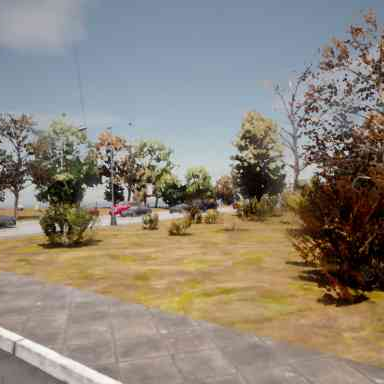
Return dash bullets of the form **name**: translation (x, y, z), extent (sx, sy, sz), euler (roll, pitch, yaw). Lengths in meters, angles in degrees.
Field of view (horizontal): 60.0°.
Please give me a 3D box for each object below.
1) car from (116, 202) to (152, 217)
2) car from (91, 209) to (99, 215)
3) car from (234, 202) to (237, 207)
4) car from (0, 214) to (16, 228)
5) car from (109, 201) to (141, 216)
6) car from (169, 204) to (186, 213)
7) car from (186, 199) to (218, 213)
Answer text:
- **car**: translation (-7.114, 2.474, 43.101), extent (1.812, 1.442, 4.674), euler (-3, -2, 32)
- **car**: translation (-12.117, 2.385, 35.172), extent (1.882, 1.535, 5.008), euler (-3, -2, 33)
- **car**: translation (9.319, 2.455, 62.299), extent (1.882, 1.535, 5.008), euler (-3, -2, 33)
- **car**: translation (-16.988, 2.453, 27.684), extent (1.994, 1.385, 4.181), euler (-3, -2, 34)
- **car**: translation (-9.100, 2.342, 46.542), extent (2.150, 2.045, 5.566), euler (-3, -2, 32)
- **car**: translation (-1.754, 2.578, 51.596), extent (1.994, 1.385, 4.181), euler (-3, -2, 33)
- **car**: translation (1.952, 2.078, 50.686), extent (2.150, 2.045, 5.566), euler (-3, -2, 32)
